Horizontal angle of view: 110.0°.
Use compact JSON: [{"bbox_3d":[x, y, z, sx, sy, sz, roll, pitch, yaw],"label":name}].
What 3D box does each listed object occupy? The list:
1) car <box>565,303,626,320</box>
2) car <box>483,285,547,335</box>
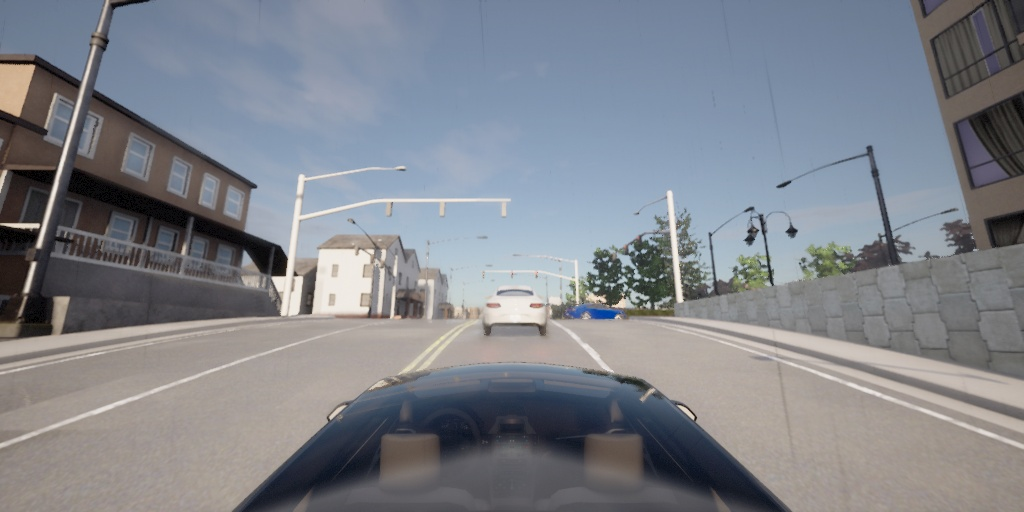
[{"bbox_3d":[6.720,4.581,28.759,5.008,1.535,1.882,4,-14,-17],"label":"car"},{"bbox_3d":[0.091,1.710,11.781,1.812,1.442,4.674,0,-6,0],"label":"car"}]
